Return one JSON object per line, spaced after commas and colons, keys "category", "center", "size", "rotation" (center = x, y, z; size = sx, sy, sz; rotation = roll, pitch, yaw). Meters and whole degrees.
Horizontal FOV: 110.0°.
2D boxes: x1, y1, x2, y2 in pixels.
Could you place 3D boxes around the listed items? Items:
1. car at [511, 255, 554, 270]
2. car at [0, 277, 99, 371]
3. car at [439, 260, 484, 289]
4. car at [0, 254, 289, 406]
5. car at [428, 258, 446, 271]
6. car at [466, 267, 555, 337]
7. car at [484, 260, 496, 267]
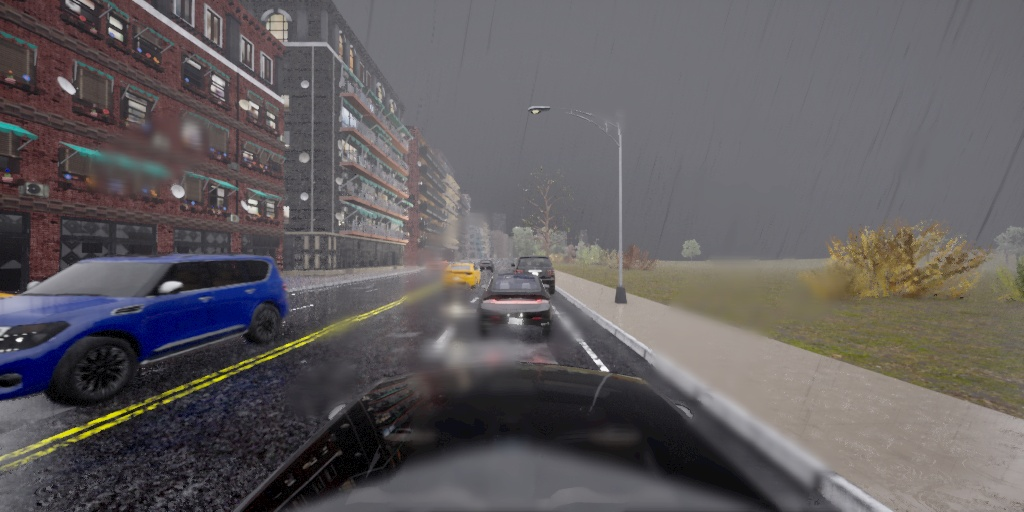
{"category": "car", "center": [1.132, 0.975, 20.224], "size": [2.150, 2.045, 5.566], "rotation": [0, 0, 0]}
{"category": "car", "center": [-9.849, 1.228, 5.228], "size": [1.882, 1.535, 5.008], "rotation": [0, 0, 0]}
{"category": "car", "center": [-3.158, 1.227, 23.453], "size": [1.882, 1.535, 5.008], "rotation": [0, 0, 0]}
{"category": "car", "center": [-6.602, 0.971, 6.611], "size": [2.150, 2.045, 5.566], "rotation": [0, 0, 0]}
{"category": "car", "center": [-9.863, 1.097, 48.417], "size": [2.097, 1.767, 4.553], "rotation": [0, 0, 0]}
{"category": "car", "center": [0.098, 1.242, 10.354], "size": [2.128, 1.511, 4.902], "rotation": [0, 0, 0]}
{"category": "car", "center": [-3.166, 1.246, 44.859], "size": [1.837, 1.490, 4.892], "rotation": [0, -1, 0]}
